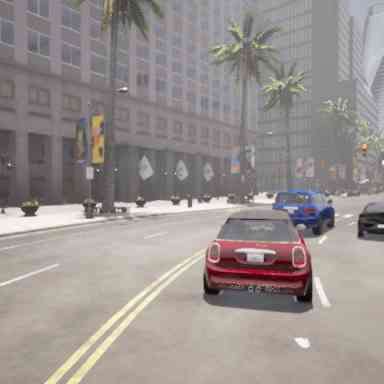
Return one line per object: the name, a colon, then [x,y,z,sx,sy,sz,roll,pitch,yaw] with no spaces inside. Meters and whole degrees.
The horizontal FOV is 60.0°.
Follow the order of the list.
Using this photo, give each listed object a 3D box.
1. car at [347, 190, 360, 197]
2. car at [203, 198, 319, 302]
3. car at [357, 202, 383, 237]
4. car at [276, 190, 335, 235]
car: [35.228,0.232,72.433,2.161,1.482,4.786,1,1,37]
car: [1.707,1.206,8.234,2.097,1.767,4.553,0,1,15]
car: [8.958,1.200,15.530,1.882,1.535,5.008,1,1,32]
car: [5.793,0.920,17.043,2.150,2.045,5.566,1,1,32]
